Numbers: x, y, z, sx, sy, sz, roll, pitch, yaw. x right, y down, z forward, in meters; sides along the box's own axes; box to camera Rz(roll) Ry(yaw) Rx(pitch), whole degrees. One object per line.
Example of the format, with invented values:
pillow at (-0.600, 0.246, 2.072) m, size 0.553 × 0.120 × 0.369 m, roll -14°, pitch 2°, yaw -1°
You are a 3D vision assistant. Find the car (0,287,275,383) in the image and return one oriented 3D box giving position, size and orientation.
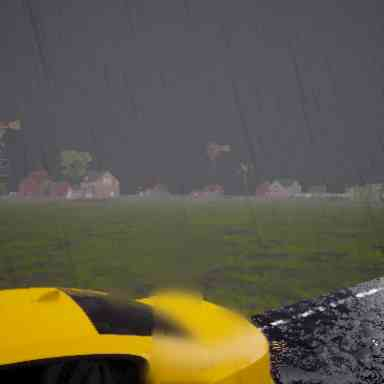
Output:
car at (-1.684, 1.474, 1.879) m, size 5.008 × 1.535 × 1.882 m, roll 0°, pitch 0°, yaw -35°
